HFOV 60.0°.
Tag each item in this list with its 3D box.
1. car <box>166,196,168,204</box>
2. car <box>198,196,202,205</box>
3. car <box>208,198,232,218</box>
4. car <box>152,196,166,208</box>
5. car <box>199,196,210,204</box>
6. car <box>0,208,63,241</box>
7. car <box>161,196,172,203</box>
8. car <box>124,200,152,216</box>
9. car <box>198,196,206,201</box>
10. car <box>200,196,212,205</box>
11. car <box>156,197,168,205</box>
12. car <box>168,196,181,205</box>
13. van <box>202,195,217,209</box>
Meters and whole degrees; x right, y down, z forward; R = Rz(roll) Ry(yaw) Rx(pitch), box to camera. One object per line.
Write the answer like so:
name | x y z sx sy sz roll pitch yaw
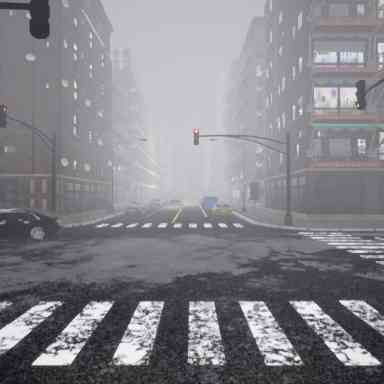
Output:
car | -5.395 1.564 55.144 1.752 1.417 4.829 1 0 0
car | 2.496 1.347 49.728 2.192 1.841 5.009 1 0 0
car | 2.655 1.538 30.241 1.752 1.417 4.829 1 0 0
car | -5.387 1.614 49.657 1.802 1.307 4.206 1 0 0
car | 2.466 1.604 66.696 2.008 1.369 4.403 1 0 0
car | -8.723 1.540 15.733 4.892 1.490 1.837 0 5 -19
car | -5.423 1.613 72.288 2.008 1.369 4.403 1 0 0
car | -5.488 1.565 32.683 2.008 1.369 4.403 1 0 0
car | 2.439 1.627 83.664 1.887 1.381 4.507 1 0 0
car | 2.477 1.486 61.040 1.967 1.590 4.097 1 0 0
car | -5.405 1.628 60.972 1.802 1.307 4.206 1 0 0
car | -2.843 1.510 57.608 1.895 1.301 4.718 0 0 0
van | 2.537 1.366 44.074 1.690 1.788 3.998 1 0 0
